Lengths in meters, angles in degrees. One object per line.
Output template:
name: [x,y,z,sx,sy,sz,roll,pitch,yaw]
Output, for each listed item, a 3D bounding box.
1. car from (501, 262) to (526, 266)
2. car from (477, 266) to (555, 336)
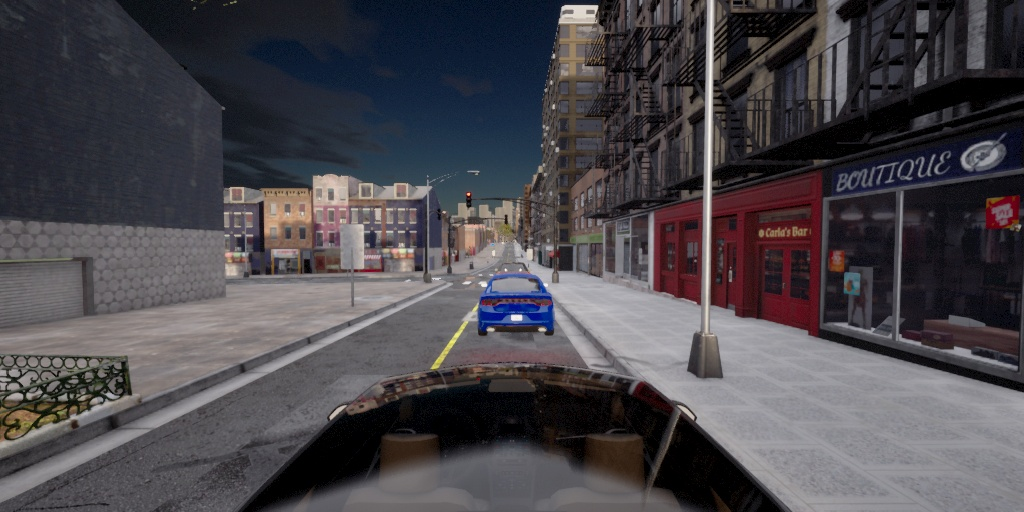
car: [0.055,1.109,20.465,2.097,1.767,4.553,0,0,0]
car: [0.088,1.229,10.472,1.882,1.535,5.008,0,0,0]
